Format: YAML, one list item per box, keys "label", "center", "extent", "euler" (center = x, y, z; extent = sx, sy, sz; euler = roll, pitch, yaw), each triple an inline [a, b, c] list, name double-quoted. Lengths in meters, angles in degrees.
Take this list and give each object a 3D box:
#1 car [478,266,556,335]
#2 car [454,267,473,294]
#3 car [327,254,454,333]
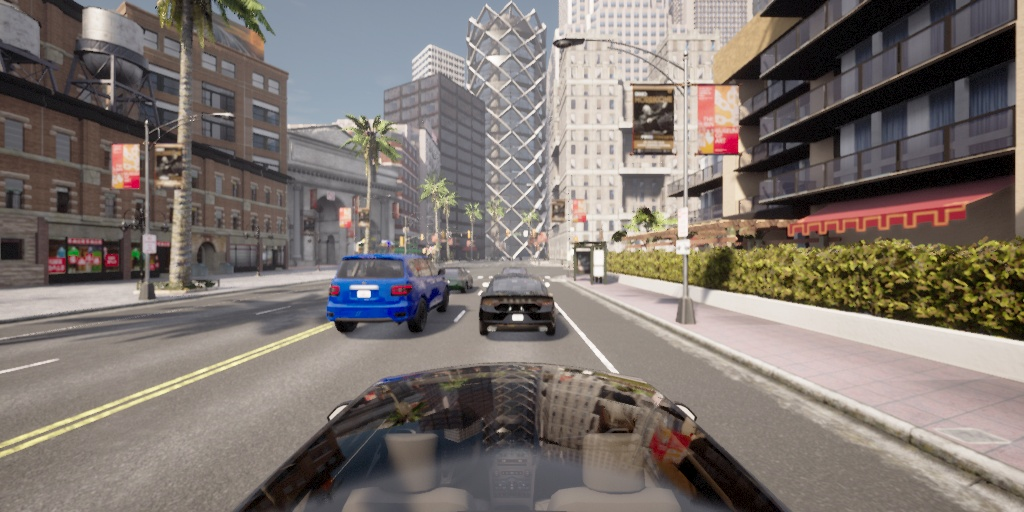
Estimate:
- label: "car"
  center: [0.131, 1.217, 10.471]
  extent: [1.882, 1.535, 5.008]
  euler: [0, 0, 0]
- label: "car"
  center: [-3.350, 1.290, 20.235]
  extent: [1.994, 1.385, 4.181]
  euler: [0, 0, 0]
- label: "car"
  center: [-3.376, 0.960, 10.876]
  extent: [2.150, 2.045, 5.566]
  euler: [0, 0, 0]
